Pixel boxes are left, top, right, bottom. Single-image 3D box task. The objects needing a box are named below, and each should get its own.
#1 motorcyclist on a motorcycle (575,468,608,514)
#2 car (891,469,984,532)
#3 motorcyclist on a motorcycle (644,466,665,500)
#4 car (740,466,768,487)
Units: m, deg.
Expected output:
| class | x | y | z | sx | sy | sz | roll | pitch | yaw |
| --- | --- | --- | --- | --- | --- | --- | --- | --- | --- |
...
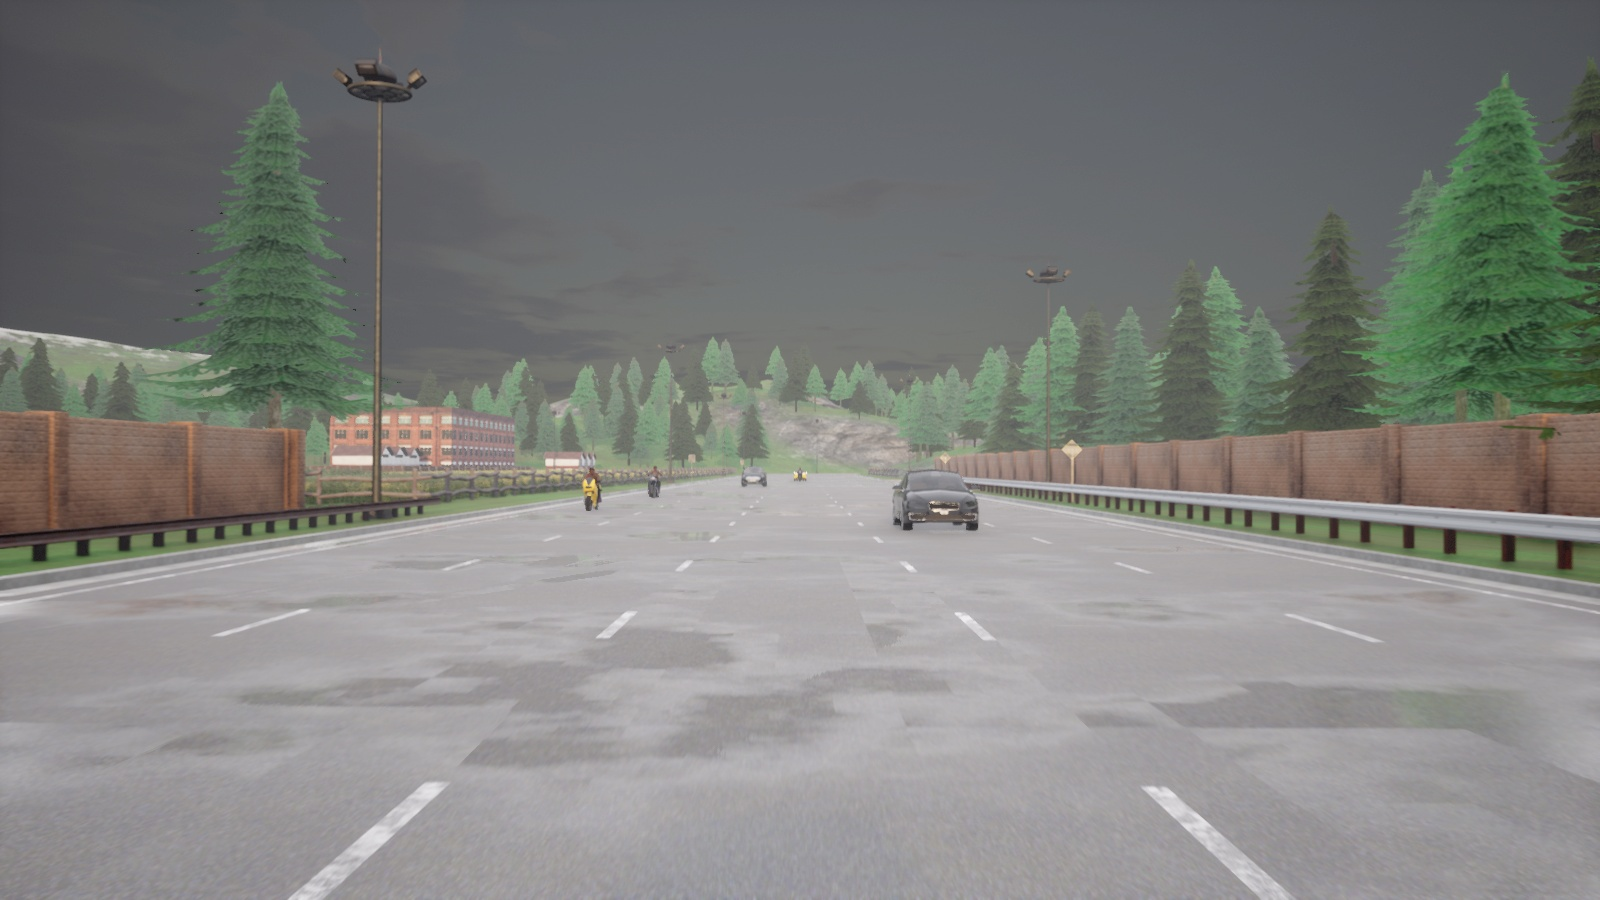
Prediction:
| class | x | y | z | sx | sy | sz | roll | pitch | yaw |
| --- | --- | --- | --- | --- | --- | --- | --- | --- | --- |
| motorcyclist on a motorcycle | -7.102 | 1.388 | 42.901 | 0.797 | 1.523 | 2.044 | 0 | -1 | 0 |
| car | 3.424 | 1.226 | 32.114 | 1.837 | 1.490 | 4.892 | 0 | -1 | 0 |
| motorcyclist on a motorcycle | -7.147 | 1.606 | 61.697 | 0.766 | 1.649 | 2.350 | 0 | -1 | 0 |
| car | -3.574 | 2.059 | 98.449 | 2.033 | 1.649 | 4.856 | 0 | -1 | 0 |
